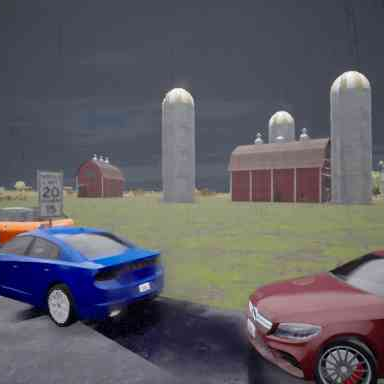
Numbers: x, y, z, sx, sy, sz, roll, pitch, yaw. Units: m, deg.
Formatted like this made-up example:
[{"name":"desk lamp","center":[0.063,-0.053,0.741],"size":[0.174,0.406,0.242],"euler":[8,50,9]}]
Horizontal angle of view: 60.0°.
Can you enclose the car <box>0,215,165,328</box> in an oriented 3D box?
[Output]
[{"name":"car","center":[-2.891,1.480,7.056],"size":[5.008,1.535,1.882],"euler":[0,0,33]}]

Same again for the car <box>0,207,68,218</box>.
[{"name":"car","center":[-6.836,1.365,13.128],"size":[4.553,1.767,2.097],"euler":[0,0,22]}]

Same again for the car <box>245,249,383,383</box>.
[{"name":"car","center":[3.090,1.557,4.616],"size":[4.674,1.442,1.812],"euler":[1,0,-7]}]
